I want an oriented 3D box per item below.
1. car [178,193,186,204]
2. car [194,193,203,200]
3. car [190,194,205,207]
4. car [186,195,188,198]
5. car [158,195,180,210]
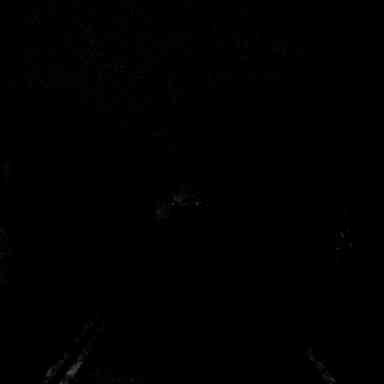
[{"bbox_3d":[-2.388,1.209,55.368,1.812,1.442,4.674,0,0,2],"label":"car"},{"bbox_3d":[1.526,1.038,76.790,1.994,1.385,4.181,0,1,1],"label":"car"},{"bbox_3d":[0.798,1.253,47.260,1.837,1.490,4.892,0,0,2],"label":"car"},{"bbox_3d":[-1.884,1.054,70.862,1.812,1.442,4.674,0,1,2],"label":"car"},{"bbox_3d":[-2.852,1.413,39.276,1.895,1.301,4.718,0,0,1],"label":"car"}]
